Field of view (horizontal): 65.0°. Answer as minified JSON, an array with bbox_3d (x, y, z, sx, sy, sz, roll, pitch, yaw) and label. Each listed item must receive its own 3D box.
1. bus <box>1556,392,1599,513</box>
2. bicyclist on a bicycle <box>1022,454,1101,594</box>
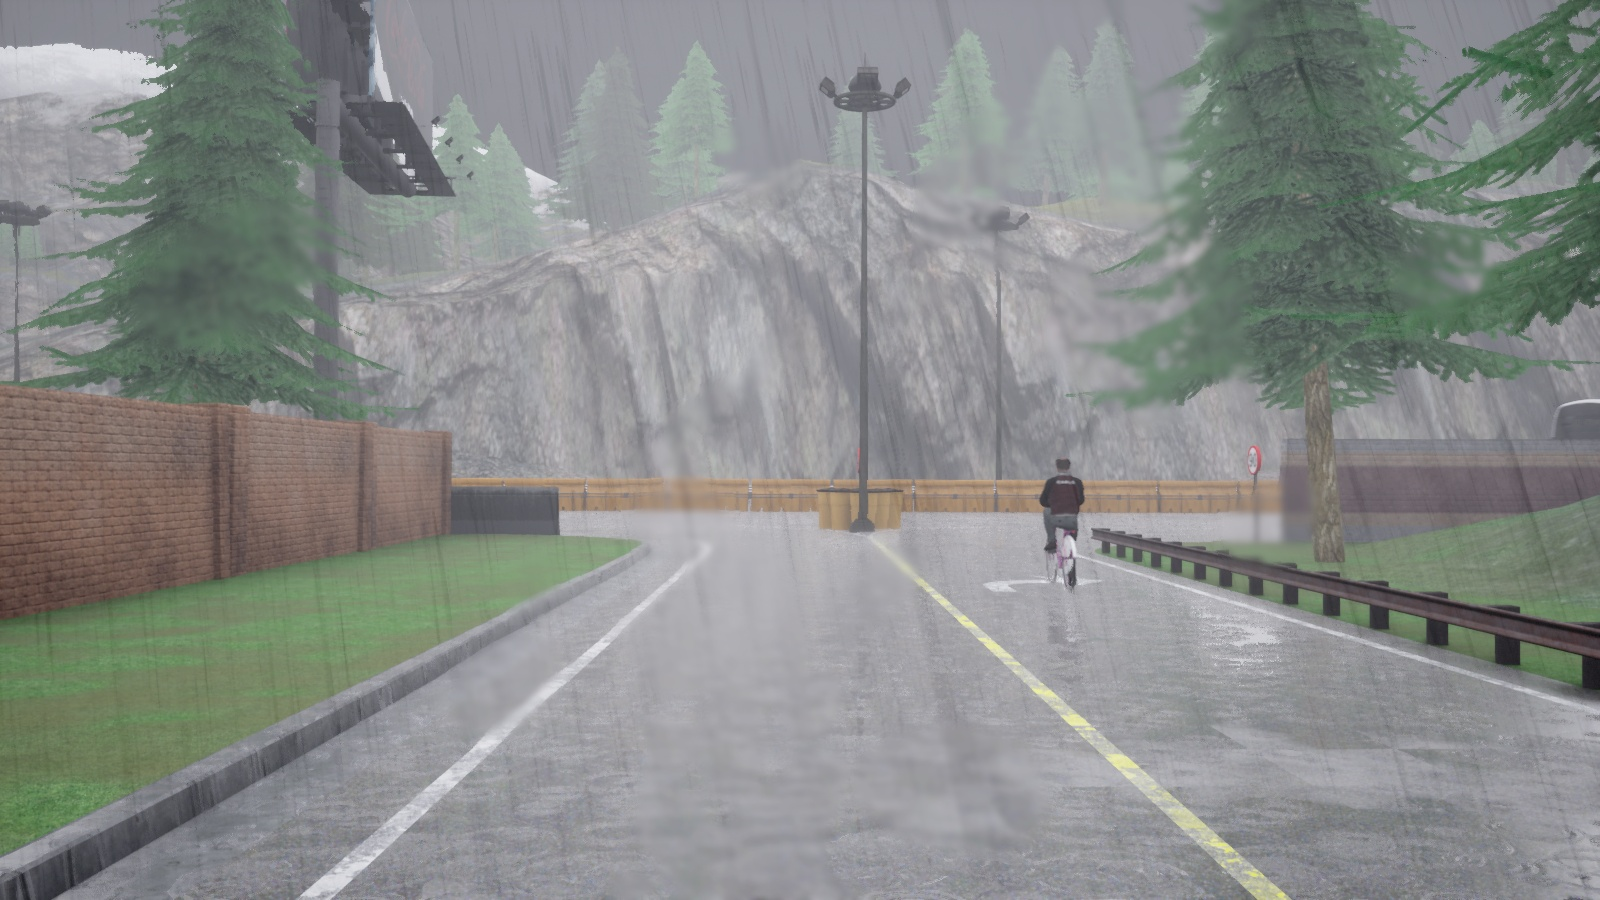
[{"bbox_3d":[33.439,0.078,45.045,10.273,4.253,3.944,0,-1,-2],"label":"bus"},{"bbox_3d":[3.477,0.953,16.847,0.659,1.776,1.843,0,-1,0],"label":"bicyclist on a bicycle"}]
